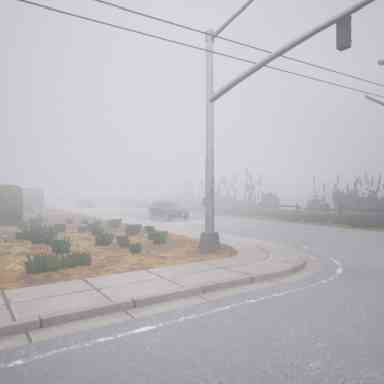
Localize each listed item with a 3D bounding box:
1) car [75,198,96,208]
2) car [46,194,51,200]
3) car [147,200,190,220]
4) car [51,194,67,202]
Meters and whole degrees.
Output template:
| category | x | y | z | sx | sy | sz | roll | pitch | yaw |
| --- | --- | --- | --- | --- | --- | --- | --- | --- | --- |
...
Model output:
| category | x | y | z | sx | sy | sz | roll | pitch | yaw |
| --- | --- | --- | --- | --- | --- | --- | --- | --- | --- |
| car | -15.256 | 1.567 | 47.430 | 1.895 | 1.301 | 4.718 | 0 | 0 | -33 |
| car | -36.572 | 1.346 | 86.662 | 2.033 | 1.411 | 5.357 | 0 | 0 | -37 |
| car | -1.999 | 1.471 | 26.958 | 1.837 | 1.490 | 4.892 | 0 | 0 | -33 |
| car | -30.981 | 1.322 | 78.075 | 2.097 | 1.767 | 4.553 | 0 | 0 | -33 |
